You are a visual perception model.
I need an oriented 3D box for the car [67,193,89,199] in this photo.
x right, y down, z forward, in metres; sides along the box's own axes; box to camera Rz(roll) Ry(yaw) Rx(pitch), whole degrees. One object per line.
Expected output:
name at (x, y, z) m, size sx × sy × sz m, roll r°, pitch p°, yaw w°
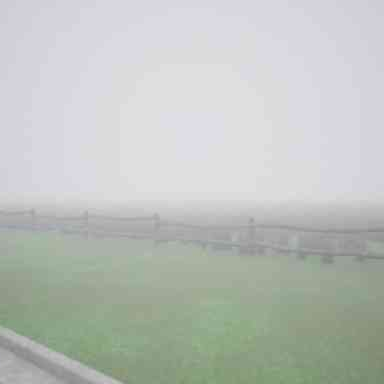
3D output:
car at (-29.307, 1.673, 85.694) m, size 1.895 × 1.301 × 4.718 m, roll 0°, pitch 0°, yaw 12°

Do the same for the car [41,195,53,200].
car at (-36.155, 1.632, 87.143) m, size 2.033 × 1.411 × 5.357 m, roll 0°, pitch 0°, yaw 12°

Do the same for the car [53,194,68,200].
car at (-32.822, 1.607, 85.997) m, size 2.033 × 1.411 × 5.357 m, roll 0°, pitch 0°, yaw 12°
